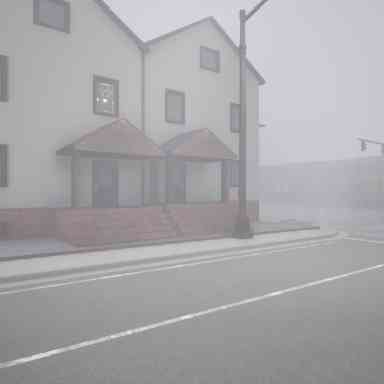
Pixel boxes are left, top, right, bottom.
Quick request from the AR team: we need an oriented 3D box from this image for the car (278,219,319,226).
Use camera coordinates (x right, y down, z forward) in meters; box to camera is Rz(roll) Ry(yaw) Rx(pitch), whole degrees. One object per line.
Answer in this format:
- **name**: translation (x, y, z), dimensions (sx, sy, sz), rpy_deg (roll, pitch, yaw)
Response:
- **car**: translation (9.210, 3.229, 30.440), dimensions (2.128, 1.511, 4.902), rpy_deg (-1, -13, -36)
